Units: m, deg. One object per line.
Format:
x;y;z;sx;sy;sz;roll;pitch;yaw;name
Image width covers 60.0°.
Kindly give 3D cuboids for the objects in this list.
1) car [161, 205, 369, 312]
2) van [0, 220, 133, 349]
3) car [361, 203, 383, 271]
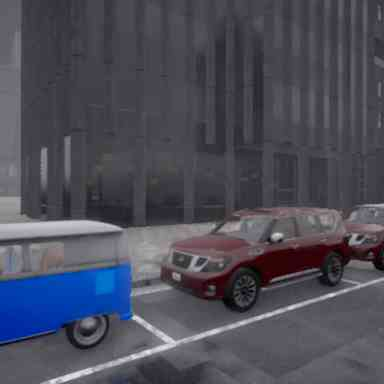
1.753;1.322;7.898;5.009;1.841;2.192;0;0;-36;car
-2.814;1.342;4.639;3.998;1.788;1.690;0;0;-36;van
6.318;1.329;11.157;5.009;1.841;2.192;0;0;-36;car
